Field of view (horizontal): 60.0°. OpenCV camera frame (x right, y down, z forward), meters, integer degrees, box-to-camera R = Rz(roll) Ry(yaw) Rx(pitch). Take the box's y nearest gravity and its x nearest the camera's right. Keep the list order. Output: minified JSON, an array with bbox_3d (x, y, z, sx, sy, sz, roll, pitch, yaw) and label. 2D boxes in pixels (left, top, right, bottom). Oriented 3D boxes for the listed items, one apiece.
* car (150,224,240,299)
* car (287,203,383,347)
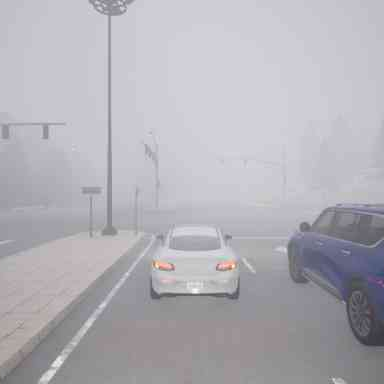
[{"bbox_3d":[0.062,1.526,8.300,1.812,1.442,4.674,0,0,0],"label":"car"},{"bbox_3d":[3.553,1.221,6.454,2.150,2.045,5.566,0,0,1],"label":"car"}]
